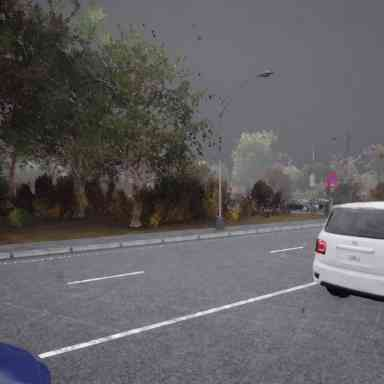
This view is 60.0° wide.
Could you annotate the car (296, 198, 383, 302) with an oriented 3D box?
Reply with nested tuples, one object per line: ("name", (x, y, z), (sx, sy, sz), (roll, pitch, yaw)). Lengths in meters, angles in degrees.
("car", (4.997, 1.221, 7.320), (5.566, 2.045, 2.150), (0, 0, -35))

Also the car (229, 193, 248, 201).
("car", (7.235, 1.212, 47.049), (2.150, 2.045, 5.566), (0, 0, -32))

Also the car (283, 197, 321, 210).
("car", (12.482, 1.490, 38.720), (2.128, 1.511, 4.902), (0, 0, -33))

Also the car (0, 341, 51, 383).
("car", (-3.122, 1.526, 1.515), (4.674, 1.442, 1.812), (0, 0, -36))

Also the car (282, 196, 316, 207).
("car", (16.666, 1.484, 52.108), (2.128, 1.511, 4.902), (0, 0, -32))

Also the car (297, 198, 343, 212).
("car", (15.511, 1.490, 40.505), (2.128, 1.511, 4.902), (0, 0, -32))
